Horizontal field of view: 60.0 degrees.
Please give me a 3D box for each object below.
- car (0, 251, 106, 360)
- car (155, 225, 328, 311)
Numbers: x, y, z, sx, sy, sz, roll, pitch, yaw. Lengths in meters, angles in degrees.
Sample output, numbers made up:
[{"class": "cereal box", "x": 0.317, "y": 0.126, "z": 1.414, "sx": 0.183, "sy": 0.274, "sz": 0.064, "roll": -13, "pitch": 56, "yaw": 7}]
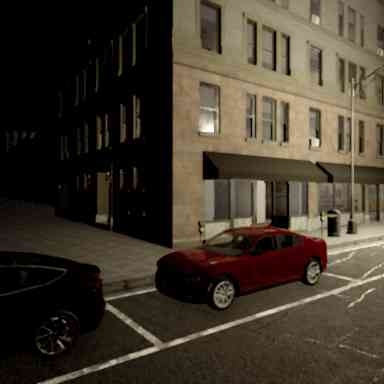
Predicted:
[{"class": "car", "x": -3.317, "y": 1.568, "z": 4.391, "sx": 4.313, "sy": 1.339, "sz": 1.947, "roll": -1, "pitch": 1, "yaw": -35}, {"class": "car", "x": 1.301, "y": 1.500, "z": 7.685, "sx": 4.507, "sy": 1.381, "sz": 1.887, "roll": -1, "pitch": 1, "yaw": -35}]
